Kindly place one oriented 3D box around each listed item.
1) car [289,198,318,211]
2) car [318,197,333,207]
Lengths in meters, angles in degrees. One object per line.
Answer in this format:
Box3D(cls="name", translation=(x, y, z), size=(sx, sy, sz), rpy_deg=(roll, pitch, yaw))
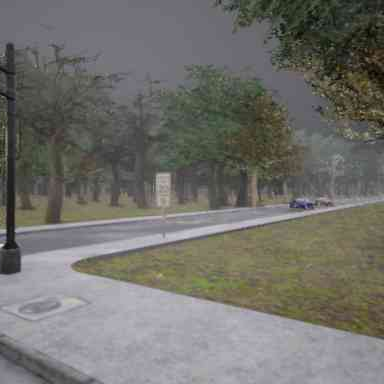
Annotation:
Box3D(cls="car", translation=(13.703, 1.461, 41.336), size=(1.882, 1.535, 5.008), rpy_deg=(0, 0, 36))
Box3D(cls="car", translation=(19.690, 1.506, 49.799), size=(1.812, 1.442, 4.674), rpy_deg=(0, 0, 36))
